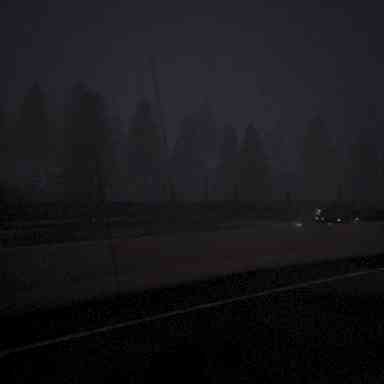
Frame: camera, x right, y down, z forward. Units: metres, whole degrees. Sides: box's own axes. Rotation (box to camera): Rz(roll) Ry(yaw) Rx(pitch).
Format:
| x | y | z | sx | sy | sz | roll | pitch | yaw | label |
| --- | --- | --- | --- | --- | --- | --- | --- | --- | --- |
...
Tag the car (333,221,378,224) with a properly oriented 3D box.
| x | y | z | sx | sy | sz | roll | pitch | yaw | label |
| --- | --- | --- | --- | --- | --- | --- | --- | --- | --- |
| 11.298 | 1.704 | 22.588 | 5.357 | 1.411 | 2.033 | 0 | 0 | -24 | car |
